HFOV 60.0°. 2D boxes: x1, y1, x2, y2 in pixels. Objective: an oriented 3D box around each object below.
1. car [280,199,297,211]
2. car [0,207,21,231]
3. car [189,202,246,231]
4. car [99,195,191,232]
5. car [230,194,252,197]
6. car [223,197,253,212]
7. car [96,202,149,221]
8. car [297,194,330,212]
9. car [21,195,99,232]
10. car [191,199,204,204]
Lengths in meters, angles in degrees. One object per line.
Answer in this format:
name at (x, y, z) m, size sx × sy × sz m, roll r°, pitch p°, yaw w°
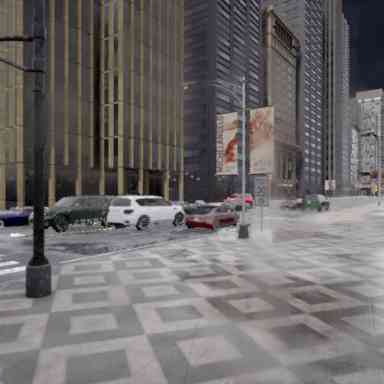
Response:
car at (13.066, 1.608, 43.002) m, size 2.033 × 1.411 × 5.357 m, roll 0°, pitch 0°, yaw 36°
car at (-10.932, 1.606, 20.962) m, size 1.895 × 1.301 × 4.718 m, roll 0°, pitch 0°, yaw 36°
car at (1.428, 1.595, 21.122) m, size 1.994 × 1.385 × 4.181 m, roll 0°, pitch 0°, yaw 36°
car at (-2.743, 1.245, 20.883) m, size 2.150 × 2.045 × 5.566 m, roll 0°, pitch 0°, yaw 36°
car at (6.287, 1.267, 44.898) m, size 2.150 × 2.045 × 5.566 m, roll 0°, pitch 0°, yaw 37°
car at (4.678, 1.588, 37.131) m, size 2.033 × 1.411 × 5.357 m, roll 0°, pitch 0°, yaw 35°
car at (-5.795, 1.580, 28.125) m, size 1.994 × 1.385 × 4.181 m, roll 0°, pitch 0°, yaw 35°
car at (14.903, 1.287, 40.009) m, size 2.150 × 2.045 × 5.566 m, roll 0°, pitch 0°, yaw 36°
car at (-7.130, 1.235, 20.685) m, size 2.150 × 2.045 × 5.566 m, roll 0°, pitch 0°, yaw 36°
car at (-1.444, 1.517, 28.613) m, size 2.128 × 1.511 × 4.902 m, roll 0°, pitch 0°, yaw 36°
